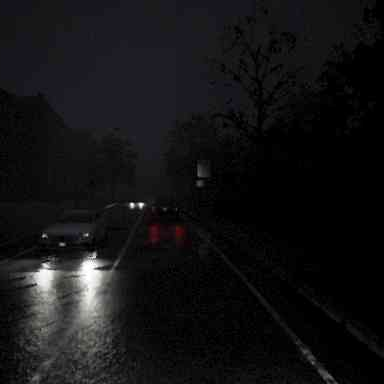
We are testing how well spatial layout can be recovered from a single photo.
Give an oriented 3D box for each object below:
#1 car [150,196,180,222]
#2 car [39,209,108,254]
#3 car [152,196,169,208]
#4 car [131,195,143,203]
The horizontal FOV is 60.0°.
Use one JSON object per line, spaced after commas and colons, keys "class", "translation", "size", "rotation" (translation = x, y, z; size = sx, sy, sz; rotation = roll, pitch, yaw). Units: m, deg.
{"class": "car", "translation": [-2.077, 1.184, 24.848], "size": [2.097, 1.767, 4.553], "rotation": [0, 0, -6]}
{"class": "car", "translation": [-4.533, 1.437, 13.366], "size": [1.812, 1.442, 4.674], "rotation": [0, 1, -6]}
{"class": "car", "translation": [-4.072, 1.219, 42.634], "size": [2.033, 1.411, 5.357], "rotation": [0, 0, -6]}
{"class": "car", "translation": [-9.265, 1.124, 56.076], "size": [1.895, 1.301, 4.718], "rotation": [0, 0, -6]}
